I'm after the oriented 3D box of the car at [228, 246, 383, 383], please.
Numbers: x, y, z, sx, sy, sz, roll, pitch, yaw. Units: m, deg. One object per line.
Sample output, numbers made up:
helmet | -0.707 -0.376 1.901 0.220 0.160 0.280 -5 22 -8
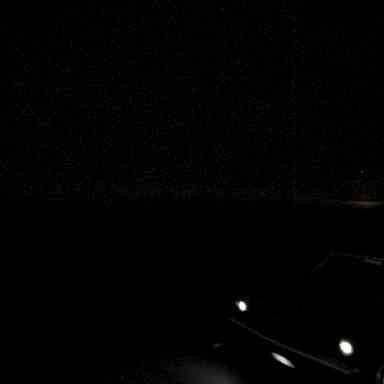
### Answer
car | 2.830 1.599 5.082 4.718 1.301 1.895 0 0 -35
